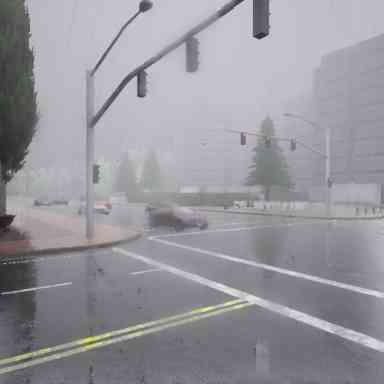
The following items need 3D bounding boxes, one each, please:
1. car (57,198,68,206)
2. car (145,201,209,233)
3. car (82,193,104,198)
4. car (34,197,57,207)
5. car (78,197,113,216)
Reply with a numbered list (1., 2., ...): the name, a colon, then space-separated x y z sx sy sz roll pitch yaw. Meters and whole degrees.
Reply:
1. car: -22.199 1.666 55.745 1.895 1.301 4.718 0 0 -36
2. car: -0.935 1.526 20.036 1.812 1.442 4.674 0 0 -36
3. car: -11.383 1.352 40.520 2.097 1.767 4.553 0 0 -36
4. car: -22.416 1.492 49.969 2.128 1.511 4.902 0 0 -35
5. car: -9.503 1.525 31.903 1.812 1.442 4.674 0 0 -36
